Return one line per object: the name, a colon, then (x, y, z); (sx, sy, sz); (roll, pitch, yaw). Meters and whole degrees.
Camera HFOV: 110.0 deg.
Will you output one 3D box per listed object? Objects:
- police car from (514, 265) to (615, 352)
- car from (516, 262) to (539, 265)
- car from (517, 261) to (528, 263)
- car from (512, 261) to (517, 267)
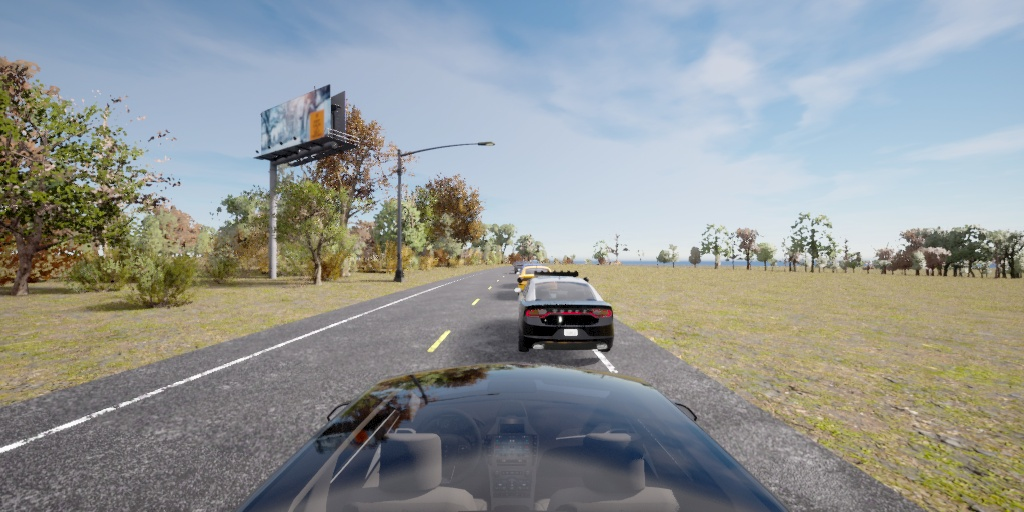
police car: (1.093, 1.185, 9.064); (1.930, 1.638, 5.238); (0, 0, 1)
car: (1.263, 1.269, 18.920); (1.882, 1.535, 5.008); (0, 0, 1)
car: (1.426, 1.298, 24.897); (1.882, 1.535, 5.008); (0, 0, 2)
car: (1.336, 1.472, 45.962); (2.128, 1.511, 4.902); (0, 0, 4)
